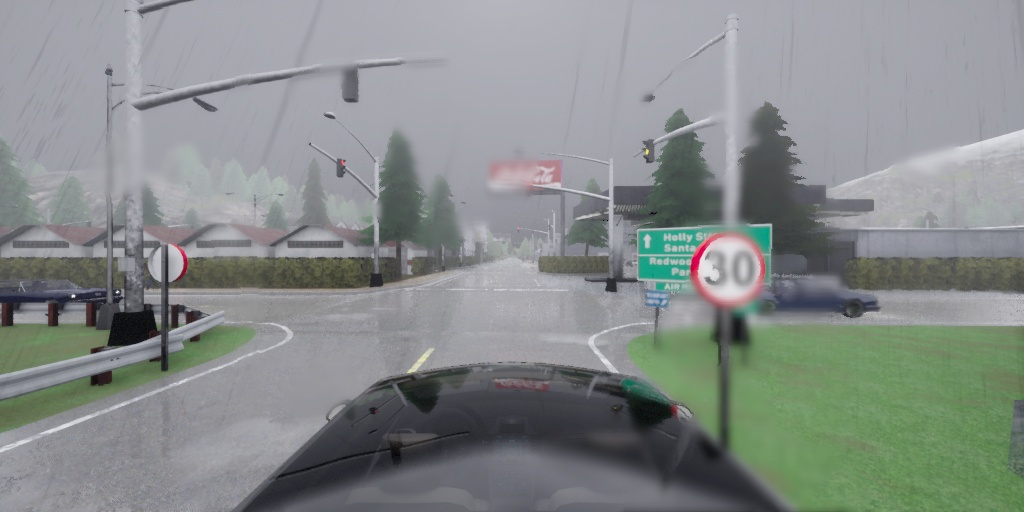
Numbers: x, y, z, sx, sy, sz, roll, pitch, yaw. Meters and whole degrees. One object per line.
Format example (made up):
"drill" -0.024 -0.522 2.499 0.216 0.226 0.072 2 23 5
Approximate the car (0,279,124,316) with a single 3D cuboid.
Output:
"car" -18.086 1.542 13.792 4.718 1.301 1.895 0 0 1

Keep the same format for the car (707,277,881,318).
"car" 10.314 1.489 13.416 5.357 1.411 2.033 0 0 1

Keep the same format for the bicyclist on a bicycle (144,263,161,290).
"bicyclist on a bicycle" -21.674 1.244 21.323 0.582 1.620 1.656 0 0 1
